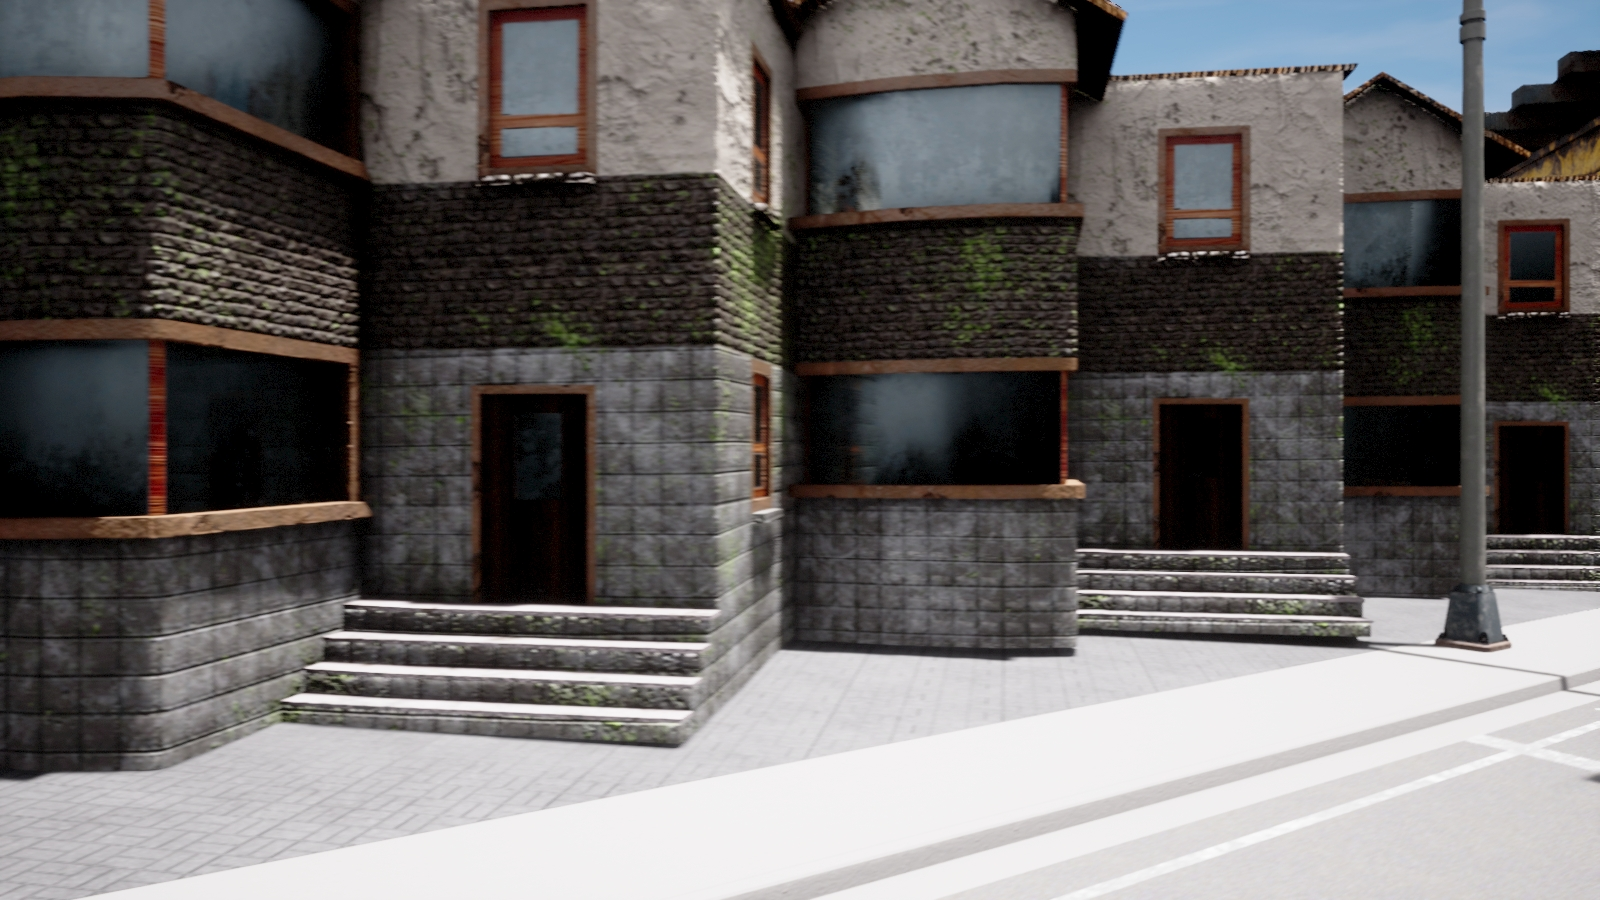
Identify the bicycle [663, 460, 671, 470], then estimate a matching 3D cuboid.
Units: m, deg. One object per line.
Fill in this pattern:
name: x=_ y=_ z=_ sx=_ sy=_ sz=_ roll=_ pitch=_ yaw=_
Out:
bicycle: x=-14.725 y=1.653 z=126.357 sx=0.373 sy=1.024 sz=1.643 roll=0 pitch=-1 yaw=10
